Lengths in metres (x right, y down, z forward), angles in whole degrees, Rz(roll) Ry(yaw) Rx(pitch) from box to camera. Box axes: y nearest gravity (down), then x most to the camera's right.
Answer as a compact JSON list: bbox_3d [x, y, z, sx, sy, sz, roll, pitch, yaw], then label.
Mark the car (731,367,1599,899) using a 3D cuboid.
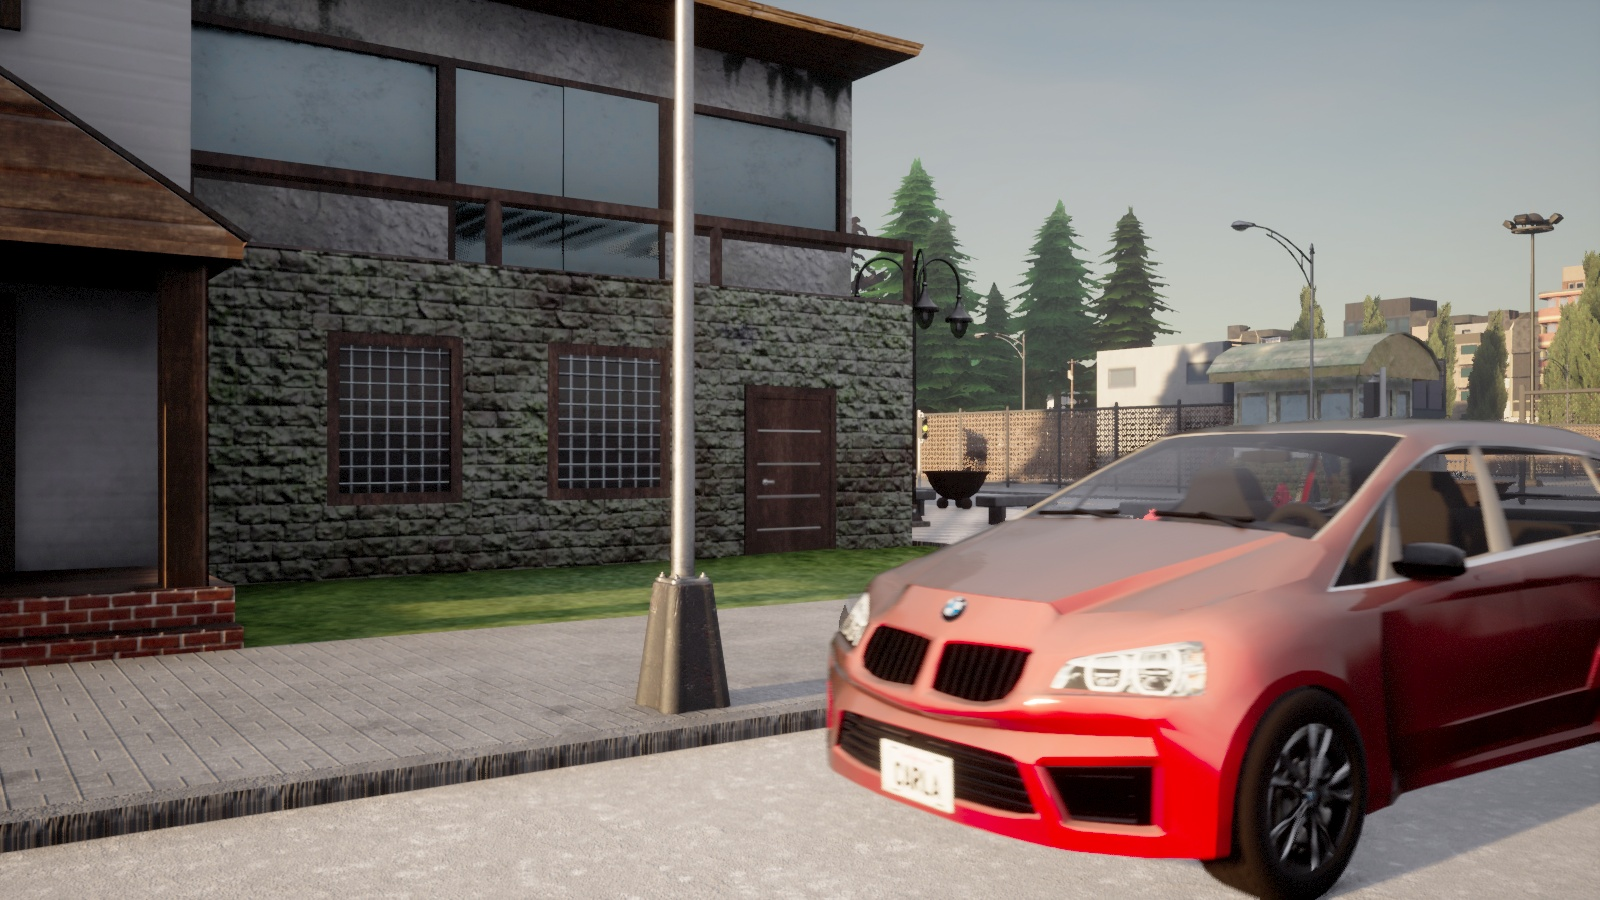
[{"bbox_3d":[2.236,0.599,5.824,4.611,1.667,2.242,0,0,-35],"label":"car"}]
